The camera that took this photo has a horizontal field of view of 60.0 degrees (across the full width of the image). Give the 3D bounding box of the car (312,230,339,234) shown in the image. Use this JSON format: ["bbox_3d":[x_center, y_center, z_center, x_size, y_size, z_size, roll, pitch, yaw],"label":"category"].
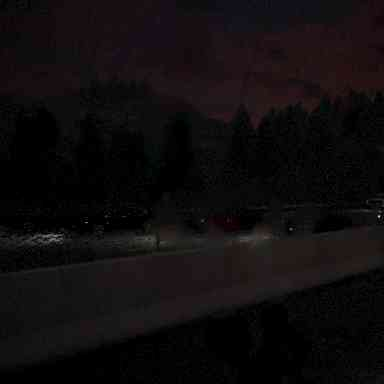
[{"bbox_3d":[6.753,1.539,17.686,4.674,1.442,1.812,0,0,-36],"label":"car"}]
